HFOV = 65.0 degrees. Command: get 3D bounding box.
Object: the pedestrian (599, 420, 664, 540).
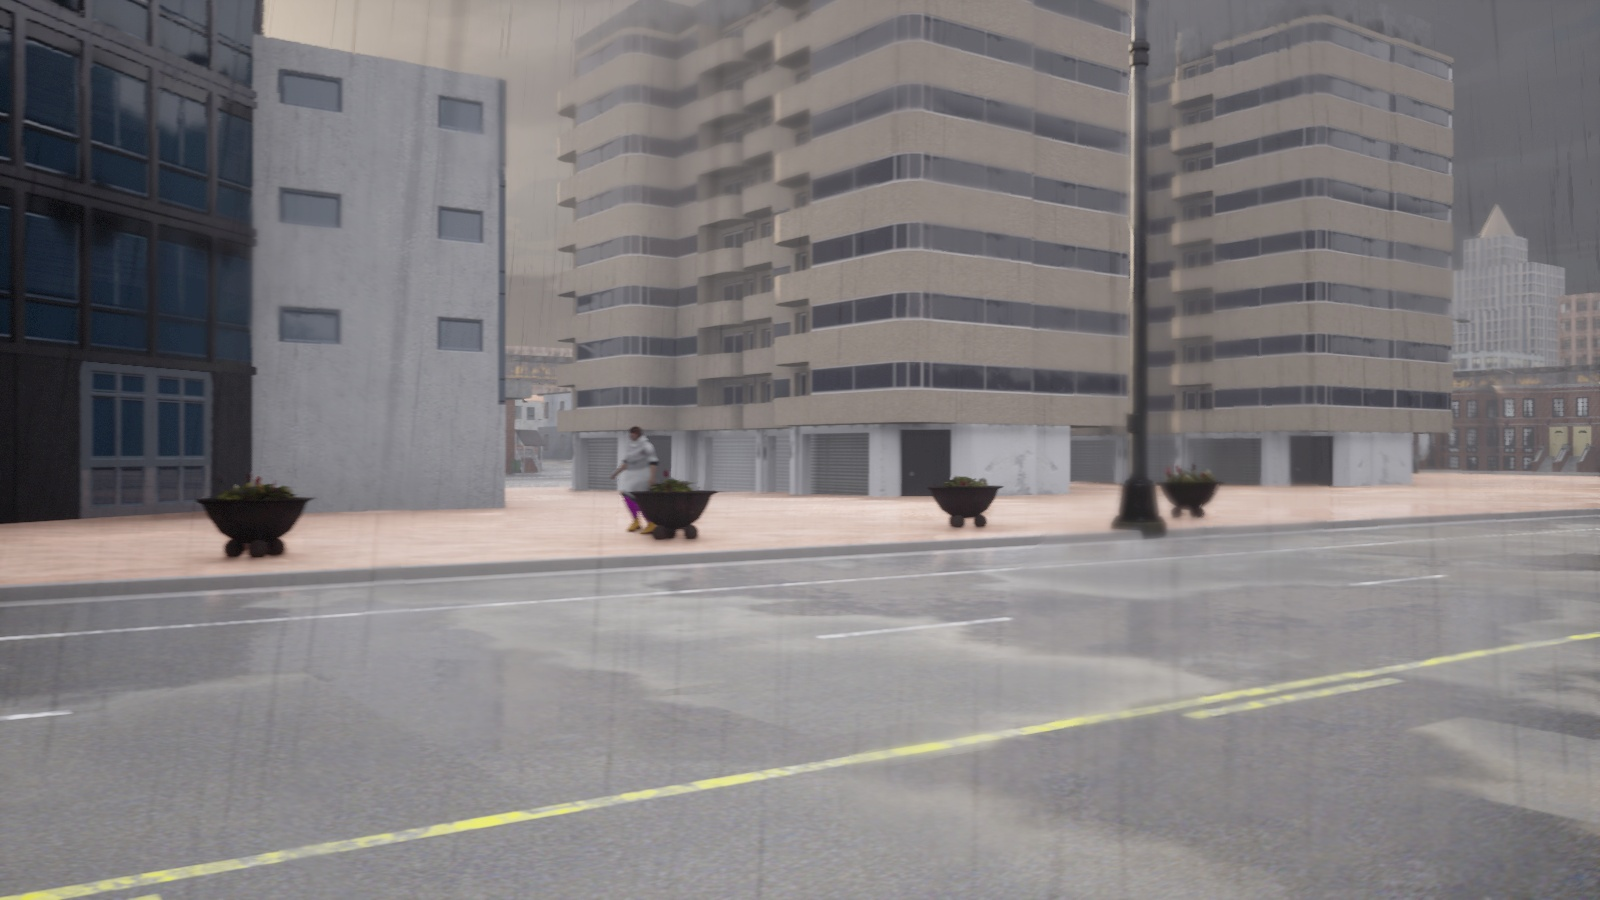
[{"bbox_3d":[-2.793,0.485,20.841,0.873,1.952,0.659,0,0,-33],"label":"pedestrian"}]
